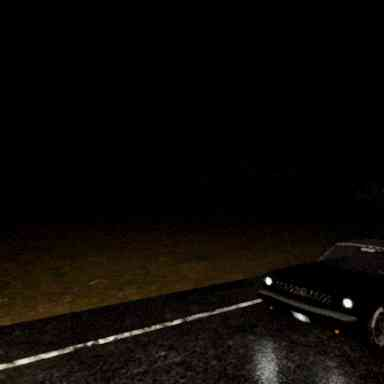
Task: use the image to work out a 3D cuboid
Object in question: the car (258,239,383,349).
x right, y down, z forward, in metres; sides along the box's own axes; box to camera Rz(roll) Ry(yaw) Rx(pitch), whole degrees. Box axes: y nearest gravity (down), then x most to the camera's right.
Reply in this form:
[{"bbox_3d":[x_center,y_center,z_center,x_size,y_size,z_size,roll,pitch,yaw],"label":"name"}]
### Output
[{"bbox_3d":[3.501,1.666,6.489,4.718,1.301,1.895,1,0,-35],"label":"car"}]
